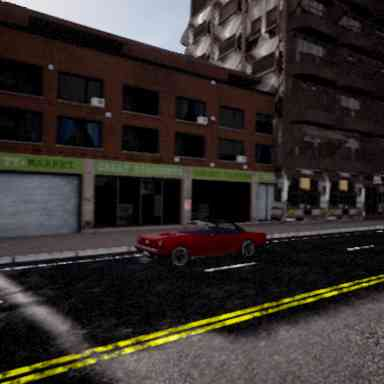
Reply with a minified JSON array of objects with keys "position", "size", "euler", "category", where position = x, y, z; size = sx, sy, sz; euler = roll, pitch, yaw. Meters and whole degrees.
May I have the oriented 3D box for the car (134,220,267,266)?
[{"position":[0.395,1.682,11.840],"size":[4.718,1.301,1.895],"euler":[1,0,-34],"category":"car"}]
